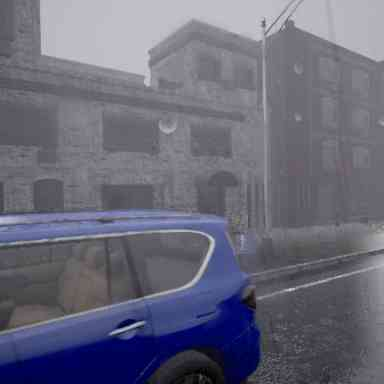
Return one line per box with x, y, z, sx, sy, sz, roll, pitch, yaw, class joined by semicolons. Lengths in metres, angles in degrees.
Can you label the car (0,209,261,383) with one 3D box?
-1.894;1.221;2.641;5.566;2.045;2.150;0;0;-36;car
